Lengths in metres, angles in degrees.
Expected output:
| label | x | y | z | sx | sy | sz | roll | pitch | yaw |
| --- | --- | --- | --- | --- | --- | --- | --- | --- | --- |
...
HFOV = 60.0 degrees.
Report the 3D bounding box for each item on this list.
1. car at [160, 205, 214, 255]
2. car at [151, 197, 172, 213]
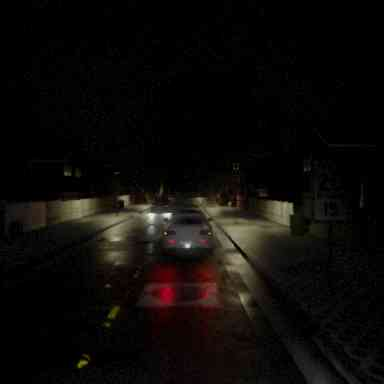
| label | x | y | z | sx | sy | sz | roll | pitch | yaw |
| --- | --- | --- | --- | --- | --- | --- | --- | --- | --- |
| car | -0.156 | 1.447 | 12.851 | 1.812 | 1.442 | 4.674 | 0 | 0 | 0 |
| car | -3.143 | 1.302 | 34.527 | 1.837 | 1.490 | 4.892 | 0 | 0 | -1 |
